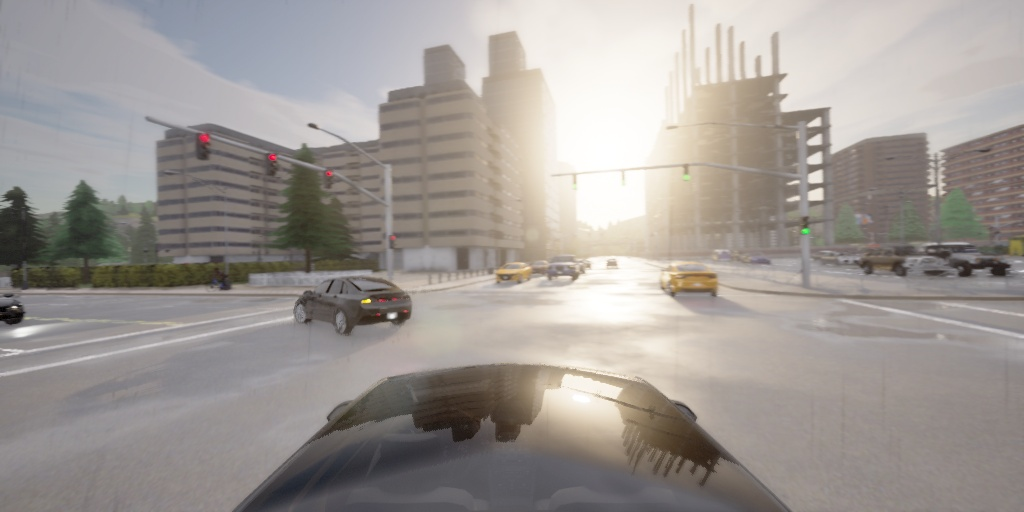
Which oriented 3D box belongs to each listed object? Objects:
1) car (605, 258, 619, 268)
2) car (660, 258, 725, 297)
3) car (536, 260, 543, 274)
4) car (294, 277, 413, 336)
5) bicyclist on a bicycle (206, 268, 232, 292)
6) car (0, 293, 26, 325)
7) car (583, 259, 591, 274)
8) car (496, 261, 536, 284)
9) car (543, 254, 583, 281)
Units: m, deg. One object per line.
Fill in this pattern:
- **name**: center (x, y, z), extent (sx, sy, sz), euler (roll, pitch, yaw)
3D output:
- **car**: center (14.525, 0.984, 52.066), extent (2.033, 1.411, 5.357), euler (-2, 0, 16)
- **car**: center (8.380, 1.029, 17.328), extent (1.882, 1.535, 5.008), euler (-2, 0, 15)
- **car**: center (2.830, 1.200, 37.160), extent (1.882, 1.535, 5.008), euler (-2, 0, 16)
- **car**: center (-5.033, 1.399, 11.158), extent (4.892, 1.490, 1.837), euler (-2, -2, 41)
- **bicyclist on a bicycle**: center (-19.660, 1.595, 24.071), extent (0.582, 1.620, 1.656), euler (-2, 0, 16)
- **car**: center (-19.771, 1.787, 12.682), extent (4.892, 1.490, 1.837), euler (-2, 0, 16)
- **car**: center (7.032, 1.107, 39.117), extent (2.128, 1.511, 4.902), euler (-2, 0, 16)
- **car**: center (0.212, 1.257, 27.953), extent (1.882, 1.535, 5.008), euler (-2, 0, 16)
- **car**: center (4.353, 0.894, 29.750), extent (2.150, 2.045, 5.566), euler (-2, 0, 16)
